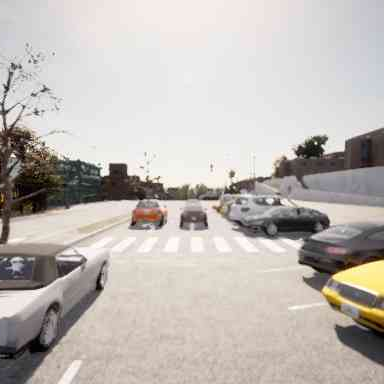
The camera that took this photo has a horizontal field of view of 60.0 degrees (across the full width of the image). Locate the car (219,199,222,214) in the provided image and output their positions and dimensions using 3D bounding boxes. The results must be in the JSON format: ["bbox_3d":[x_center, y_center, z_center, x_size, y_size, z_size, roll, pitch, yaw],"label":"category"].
[{"bbox_3d":[5.066,1.499,26.867,4.892,1.521,2.231,1,0,-20],"label":"car"}]

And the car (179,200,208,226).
[{"bbox_3d":[0.102,1.520,22.983,1.812,1.442,4.674,0,-1,0],"label":"car"}]

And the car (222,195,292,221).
[{"bbox_3d":[5.101,1.229,20.917,5.566,2.045,2.435,1,0,-20],"label":"car"}]

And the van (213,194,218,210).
[{"bbox_3d":[4.967,1.308,35.772,4.442,1.987,1.878,1,0,-20],"label":"van"}]

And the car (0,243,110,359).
[{"bbox_3d":[-2.899,1.586,6.030,1.895,1.301,4.718,0,0,0],"label":"car"}]

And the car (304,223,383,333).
[{"bbox_3d":[4.898,1.472,5.926,5.366,1.575,1.946,1,0,-20],"label":"car"}]

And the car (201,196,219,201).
[{"bbox_3d":[5.073,1.840,94.056,4.674,1.452,2.002,1,-2,-20],"label":"car"}]

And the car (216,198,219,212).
[{"bbox_3d":[5.247,1.509,29.914,5.366,1.575,1.946,1,-1,-20],"label":"car"}]

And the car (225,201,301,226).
[{"bbox_3d":[5.078,1.488,23.881,5.008,1.535,2.097,1,0,-20],"label":"car"}]

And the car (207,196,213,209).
[{"bbox_3d":[4.901,1.543,38.729,5.366,1.575,1.946,1,0,-20],"label":"car"}]

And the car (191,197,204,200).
[{"bbox_3d":[0.107,1.580,38.181,1.812,1.442,4.674,0,0,0],"label":"car"}]

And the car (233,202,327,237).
[{"bbox_3d":[5.082,1.477,17.915,4.892,1.521,2.231,1,0,-20],"label":"car"}]

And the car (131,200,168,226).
[{"bbox_3d":[-2.898,1.346,23.473,2.097,1.767,4.553,0,0,0],"label":"car"}]

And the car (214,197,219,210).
[{"bbox_3d":[5.099,1.552,32.844,4.792,1.488,2.163,1,-1,-20],"label":"car"}]

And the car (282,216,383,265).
[{"bbox_3d":[5.067,1.514,8.975,4.674,1.452,2.002,1,0,-20],"label":"car"}]

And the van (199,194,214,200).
[{"bbox_3d":[4.971,1.488,91.040,4.442,1.987,1.878,1,-1,-20],"label":"van"}]
